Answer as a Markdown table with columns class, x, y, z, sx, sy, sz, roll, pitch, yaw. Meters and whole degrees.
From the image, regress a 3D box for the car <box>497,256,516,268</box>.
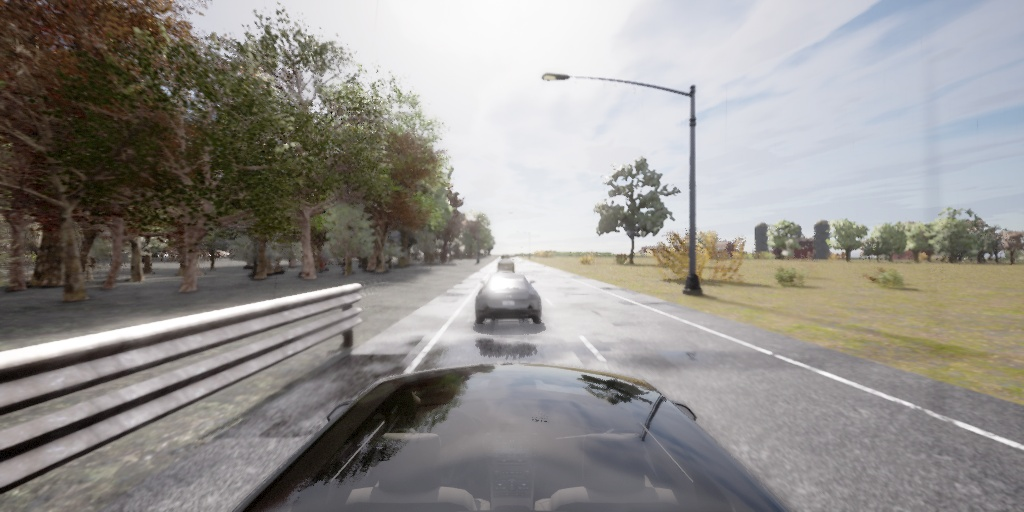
| class | x | y | z | sx | sy | sz | roll | pitch | yaw |
| --- | --- | --- | --- | --- | --- | --- | --- | --- | --- |
| car | -0.641 | 1.039 | 38.953 | 1.882 | 1.535 | 5.008 | 0 | 0 | -1 |

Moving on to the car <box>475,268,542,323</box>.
| class | x | y | z | sx | sy | sz | roll | pitch | yaw |
| --- | --- | --- | --- | --- | --- | --- | --- | --- | --- |
| car | -0.130 | 1.262 | 11.903 | 1.994 | 1.385 | 4.181 | 0 | 0 | -1 |
